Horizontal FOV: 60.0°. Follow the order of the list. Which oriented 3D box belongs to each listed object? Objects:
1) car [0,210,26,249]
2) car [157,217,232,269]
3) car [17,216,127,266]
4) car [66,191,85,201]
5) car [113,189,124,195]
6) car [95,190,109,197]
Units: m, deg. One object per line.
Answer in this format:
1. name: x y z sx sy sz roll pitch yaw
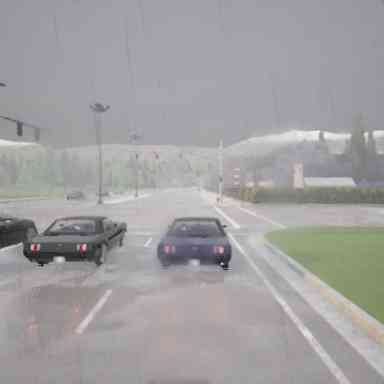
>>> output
1. car: -6.910 1.303 10.948 2.128 1.511 4.902 0 1 0
2. car: 0.170 1.420 10.434 1.895 1.301 4.718 0 1 3
3. car: -3.410 1.414 10.801 1.895 1.301 4.718 0 1 0
4. car: -18.568 0.596 53.199 1.837 1.490 4.892 0 1 0
5. car: -18.416 0.085 83.463 1.812 1.442 4.674 0 1 0
6. car: -18.507 0.305 68.630 1.882 1.535 5.008 0 1 0
